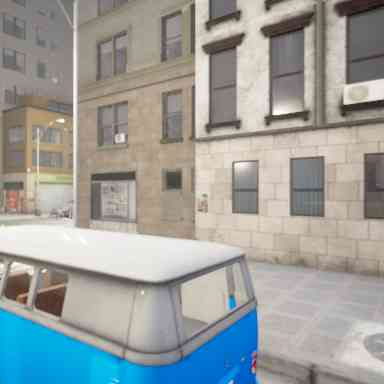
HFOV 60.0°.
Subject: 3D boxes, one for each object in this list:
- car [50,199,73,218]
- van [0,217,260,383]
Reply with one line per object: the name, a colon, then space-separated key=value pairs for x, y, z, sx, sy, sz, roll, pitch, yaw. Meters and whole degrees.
car: x=-9.382 y=1.280 z=27.631 sx=2.097 sy=1.767 sz=4.553 roll=0 pitch=0 yaw=35
van: x=-1.257 y=1.343 z=3.689 sx=3.998 sy=1.788 sz=1.690 roll=0 pitch=0 yaw=35
